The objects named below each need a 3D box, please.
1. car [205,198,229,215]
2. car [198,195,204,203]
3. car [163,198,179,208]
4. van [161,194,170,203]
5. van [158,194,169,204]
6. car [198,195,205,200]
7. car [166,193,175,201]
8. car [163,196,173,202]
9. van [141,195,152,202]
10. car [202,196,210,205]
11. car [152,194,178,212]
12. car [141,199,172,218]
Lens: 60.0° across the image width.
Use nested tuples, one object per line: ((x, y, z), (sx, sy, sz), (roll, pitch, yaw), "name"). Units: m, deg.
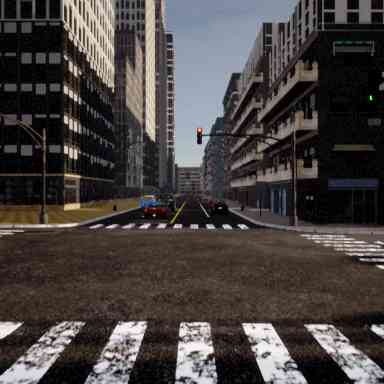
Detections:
((2.696, 1.563, 33.760), (1.947, 1.339, 4.313), (0, 0, 0), "car")
((2.702, 1.551, 60.690), (2.008, 1.369, 4.403), (0, 0, 0), "car")
((-3.072, 1.563, 49.553), (1.994, 1.385, 4.181), (0, 0, 0), "car")
((-5.676, 1.344, 71.999), (1.690, 1.788, 3.998), (0, 0, 0), "van")
((-5.678, 1.343, 66.345), (1.690, 1.788, 3.998), (0, 0, 0), "van")
((2.710, 1.576, 94.615), (1.947, 1.339, 4.313), (0, 0, 0), "car")
((-5.672, 1.323, 88.963), (2.192, 1.841, 5.009), (0, 0, 0), "car")
((-5.674, 1.556, 77.654), (2.008, 1.369, 4.403), (0, 0, 0), "car")
((-5.683, 1.339, 43.728), (1.690, 1.788, 3.998), (0, 0, 0), "van")
((2.698, 1.543, 43.727), (1.887, 1.381, 4.507), (0, 0, 0), "car")
((-3.095, 1.219, 39.463), (2.150, 2.045, 5.566), (0, 0, 0), "car")
((-3.095, 1.598, 29.564), (1.895, 1.301, 4.718), (0, 0, 0), "car")
